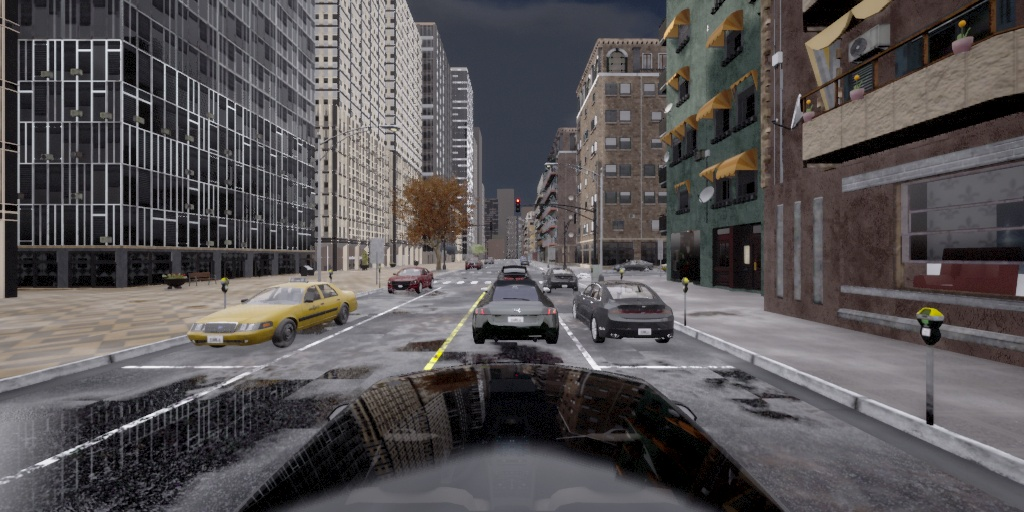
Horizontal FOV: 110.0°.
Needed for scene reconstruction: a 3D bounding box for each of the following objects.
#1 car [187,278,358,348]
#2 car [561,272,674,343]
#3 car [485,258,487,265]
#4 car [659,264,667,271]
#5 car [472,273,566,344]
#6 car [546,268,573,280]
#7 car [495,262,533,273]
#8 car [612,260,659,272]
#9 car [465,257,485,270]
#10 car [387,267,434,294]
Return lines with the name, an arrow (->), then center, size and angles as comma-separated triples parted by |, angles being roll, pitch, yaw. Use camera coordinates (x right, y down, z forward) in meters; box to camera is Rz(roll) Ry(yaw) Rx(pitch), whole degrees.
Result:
car -> -5.689, 1.277, 9.282 | 1.751, 1.417, 4.829 | 0, 0, 0
car -> 2.691, 1.302, 9.449 | 2.007, 1.370, 4.403 | 0, 0, 0
car -> -5.676, 1.362, 58.428 | 1.948, 1.339, 4.313 | 0, 0, 0
car -> 18.842, 1.009, 39.981 | 4.829, 1.417, 1.751 | 0, 0, -1
car -> 0.089, 1.315, 9.597 | 1.994, 1.385, 4.181 | 0, 0, 0
car -> 2.694, 1.306, 20.514 | 2.007, 1.370, 4.403 | 0, 0, 0
car -> 0.109, 1.261, 19.646 | 1.837, 1.490, 4.892 | 0, 0, -1
car -> 13.445, 1.112, 39.927 | 4.403, 1.370, 2.007 | 0, 0, -1
car -> -5.677, 1.103, 52.904 | 2.192, 1.841, 5.009 | 0, 0, 0
car -> -5.686, 1.301, 20.517 | 1.888, 1.381, 4.507 | 0, 0, 0
